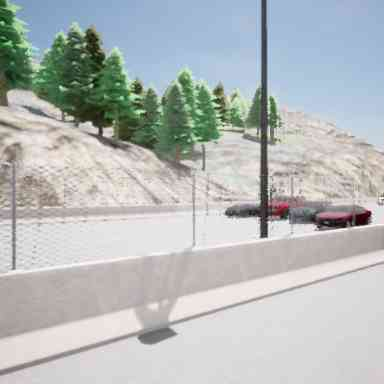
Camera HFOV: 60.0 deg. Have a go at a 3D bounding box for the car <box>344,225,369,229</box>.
[{"bbox_3d":[9.755,1.534,21.175,5.008,1.535,1.882,0,0,-42],"label":"car"}]
